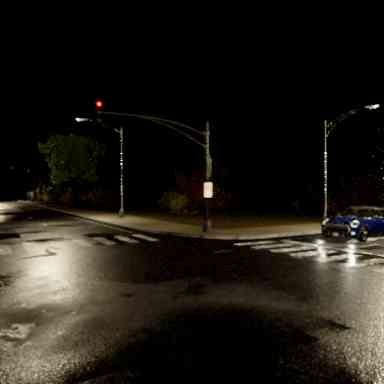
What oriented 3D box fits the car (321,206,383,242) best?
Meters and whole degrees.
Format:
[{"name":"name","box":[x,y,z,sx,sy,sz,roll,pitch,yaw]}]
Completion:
[{"name":"car","box":[9.031,1.573,17.879,4.553,1.767,2.097,1,0,-34]}]
